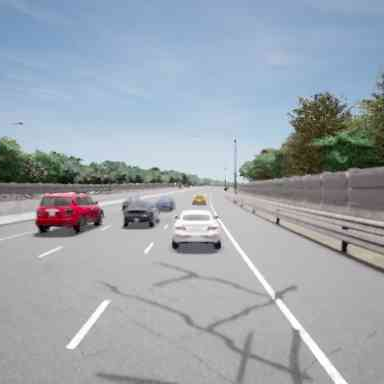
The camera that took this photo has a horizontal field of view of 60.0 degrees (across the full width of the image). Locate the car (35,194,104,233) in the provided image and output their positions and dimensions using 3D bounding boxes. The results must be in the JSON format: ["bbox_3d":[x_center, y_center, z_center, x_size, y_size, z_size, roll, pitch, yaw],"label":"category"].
[{"bbox_3d":[-6.746,1.105,18.880,2.150,2.045,5.566,0,1,1],"label":"car"}]

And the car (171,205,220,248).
[{"bbox_3d":[0.191,1.462,14.361,1.812,1.442,4.674,0,1,1],"label":"car"}]

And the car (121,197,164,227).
[{"bbox_3d":[-3.189,1.357,21.756,1.837,1.490,4.892,0,1,1],"label":"car"}]

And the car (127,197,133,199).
[{"bbox_3d":[-6.335,1.223,36.518,2.033,1.411,5.357,0,1,2],"label":"car"}]

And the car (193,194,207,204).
[{"bbox_3d":[1.127,0.997,48.939,1.882,1.535,5.008,0,1,2],"label":"car"}]

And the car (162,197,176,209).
[{"bbox_3d":[-2.825,1.227,36.346,2.033,1.411,5.357,0,1,2],"label":"car"}]
